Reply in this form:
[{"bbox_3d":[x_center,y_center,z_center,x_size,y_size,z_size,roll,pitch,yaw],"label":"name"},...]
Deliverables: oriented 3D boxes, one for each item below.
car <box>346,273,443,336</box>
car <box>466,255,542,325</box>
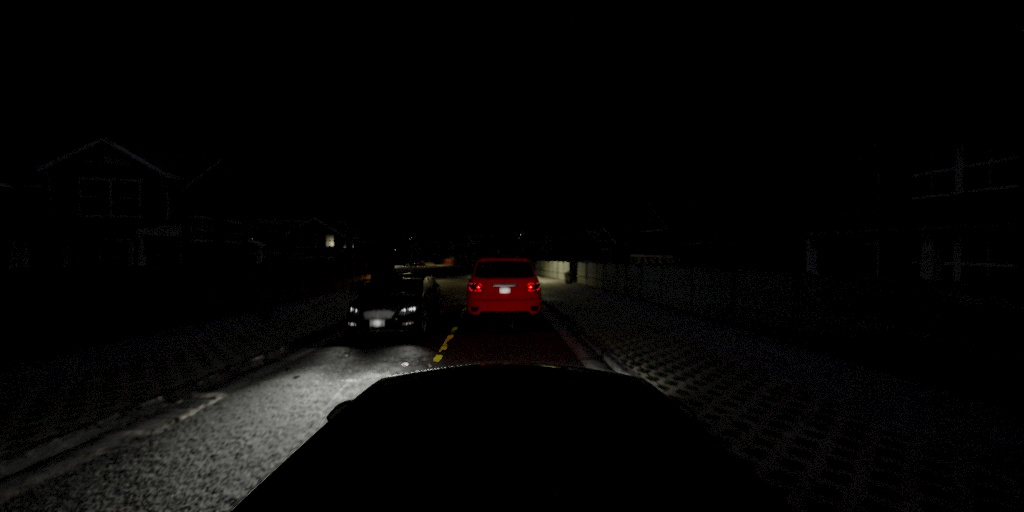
[{"bbox_3d":[-3.190,1.265,10.575,2.128,1.511,4.902,0,0,-3],"label":"car"},{"bbox_3d":[-0.337,0.996,12.165,2.150,2.045,5.566,0,0,-3],"label":"car"}]
